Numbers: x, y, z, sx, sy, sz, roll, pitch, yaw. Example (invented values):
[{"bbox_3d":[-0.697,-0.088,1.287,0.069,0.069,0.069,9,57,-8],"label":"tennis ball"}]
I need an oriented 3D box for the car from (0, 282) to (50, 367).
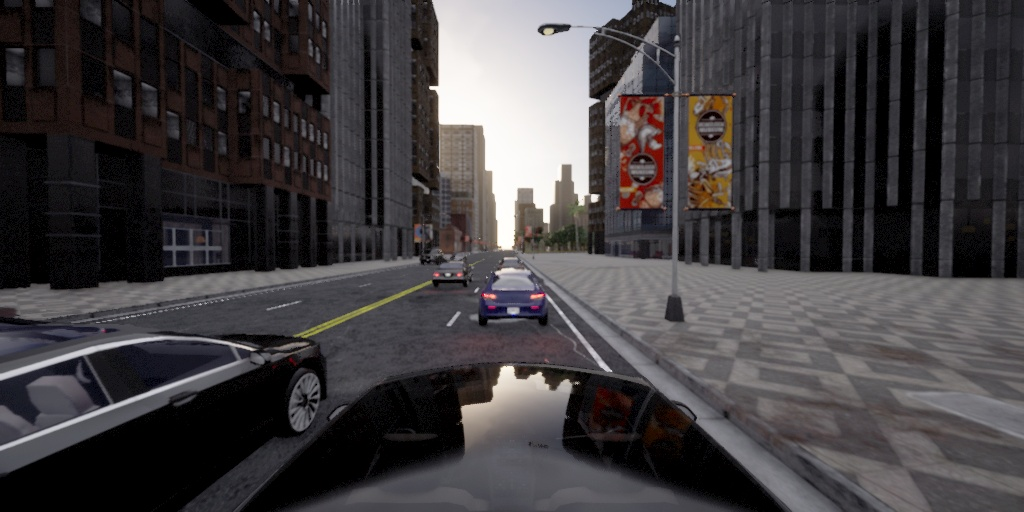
[{"bbox_3d":[-9.869,1.251,4.185,2.033,1.411,5.357,0,1,0],"label":"car"}]

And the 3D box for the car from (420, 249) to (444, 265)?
[{"bbox_3d":[-10.164,0.098,46.016,2.150,2.045,5.566,0,1,0],"label":"car"}]

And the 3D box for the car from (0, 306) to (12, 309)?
[{"bbox_3d":[-6.608,1.283,3.324,1.994,1.385,4.181,0,1,0],"label":"car"}]

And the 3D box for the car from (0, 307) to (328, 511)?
[{"bbox_3d":[-3.155,1.227,2.452,2.128,1.511,4.902,0,1,0],"label":"car"}]

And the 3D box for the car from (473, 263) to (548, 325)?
[{"bbox_3d":[0.021,1.100,10.879,1.812,1.442,4.674,0,1,0],"label":"car"}]

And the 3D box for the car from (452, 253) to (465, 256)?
[{"bbox_3d":[-6.915,0.364,46.137,2.128,1.511,4.902,0,1,0],"label":"car"}]

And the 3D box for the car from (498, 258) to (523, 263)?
[{"bbox_3d":[-0.091,0.817,27.566,1.994,1.385,4.181,0,1,0],"label":"car"}]

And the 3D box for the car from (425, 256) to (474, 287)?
[{"bbox_3d":[-3.279,0.937,20.487,2.033,1.411,5.357,0,1,-2],"label":"car"}]
